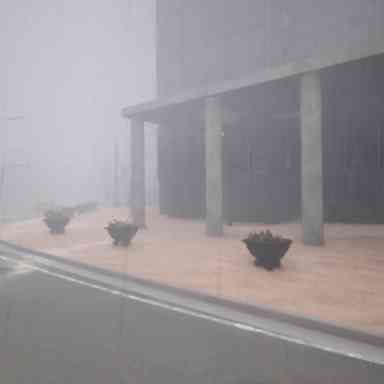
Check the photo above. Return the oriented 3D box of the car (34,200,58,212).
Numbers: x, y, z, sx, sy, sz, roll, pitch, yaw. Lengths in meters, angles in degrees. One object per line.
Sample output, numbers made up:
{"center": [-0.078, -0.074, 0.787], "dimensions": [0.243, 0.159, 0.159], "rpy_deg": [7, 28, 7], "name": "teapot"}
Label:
{"center": [-18.423, 1.703, 42.137], "dimensions": [1.882, 1.535, 5.008], "rpy_deg": [-1, 0, -10], "name": "car"}
